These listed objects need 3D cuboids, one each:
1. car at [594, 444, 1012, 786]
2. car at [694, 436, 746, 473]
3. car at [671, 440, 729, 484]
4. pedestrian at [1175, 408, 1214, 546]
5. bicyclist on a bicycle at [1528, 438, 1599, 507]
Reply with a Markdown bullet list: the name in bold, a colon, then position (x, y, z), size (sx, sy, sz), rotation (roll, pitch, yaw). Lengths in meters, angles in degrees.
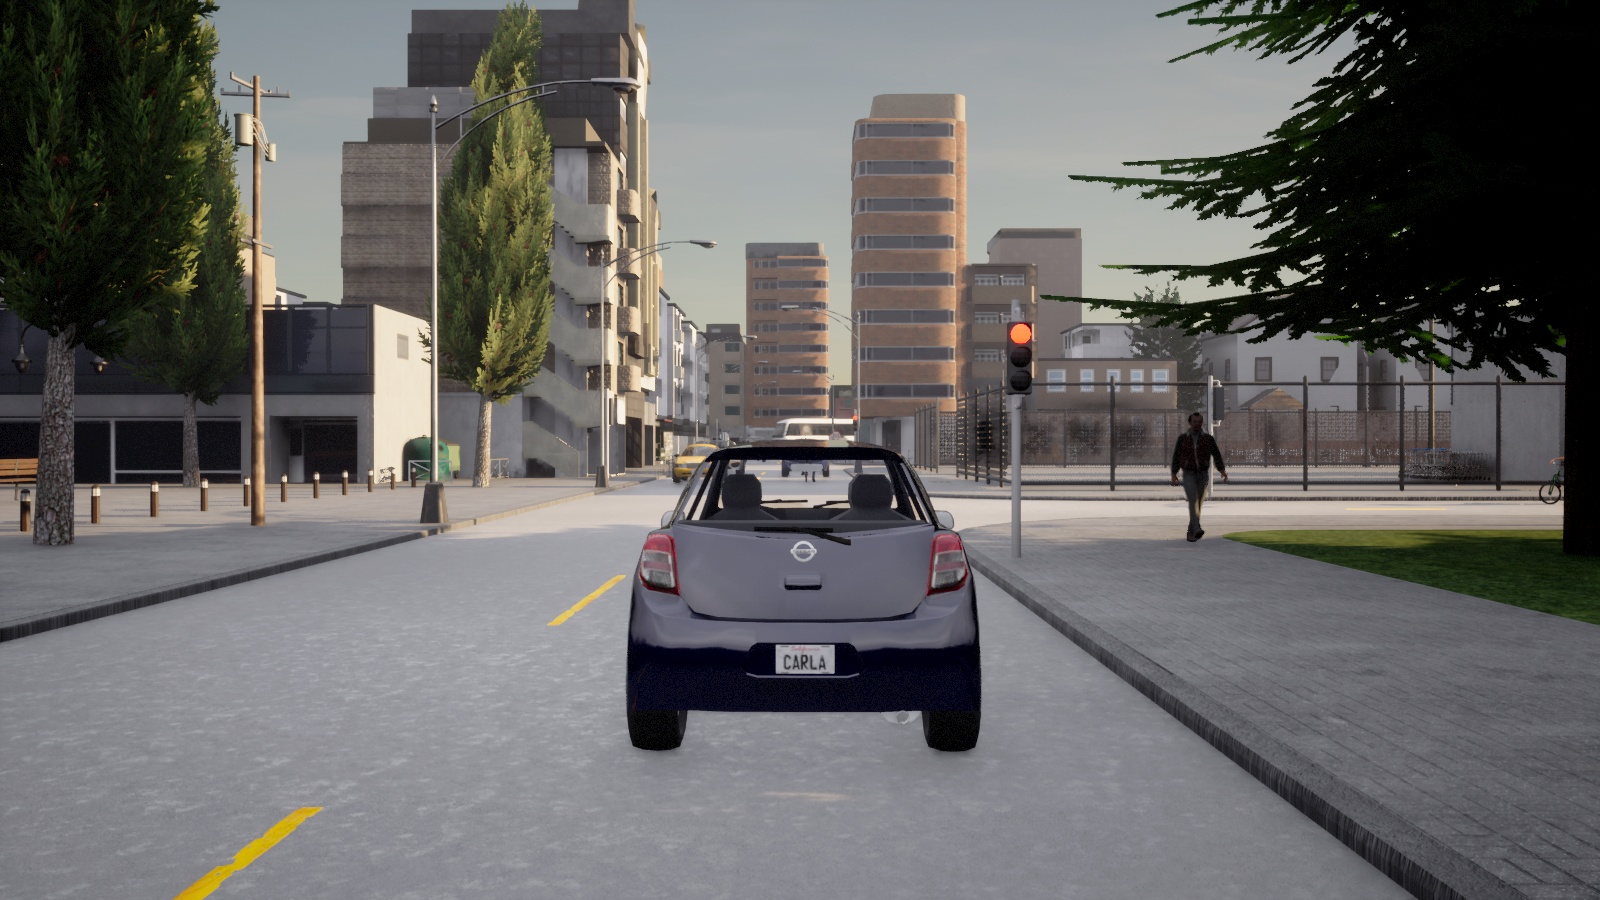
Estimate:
- **car**: position (0.036, 0.719, 7.361), size (1.845, 1.501, 3.633), rotation (0, 0, 1)
- **car**: position (-3.729, 0.188, 59.208), size (2.152, 1.651, 5.027), rotation (0, 0, 0)
- **car**: position (-3.771, 0.410, 48.108), size (1.801, 1.575, 5.366), rotation (0, 0, 0)
- **pedestrian**: position (5.427, 0.363, 17.279), size (0.376, 1.854, 0.720), rotation (0, 0, 7)
- **bicyclist on a bicycle**: position (18.404, 0.528, 30.007), size (1.509, 1.612, 0.866), rotation (0, 0, 0)
